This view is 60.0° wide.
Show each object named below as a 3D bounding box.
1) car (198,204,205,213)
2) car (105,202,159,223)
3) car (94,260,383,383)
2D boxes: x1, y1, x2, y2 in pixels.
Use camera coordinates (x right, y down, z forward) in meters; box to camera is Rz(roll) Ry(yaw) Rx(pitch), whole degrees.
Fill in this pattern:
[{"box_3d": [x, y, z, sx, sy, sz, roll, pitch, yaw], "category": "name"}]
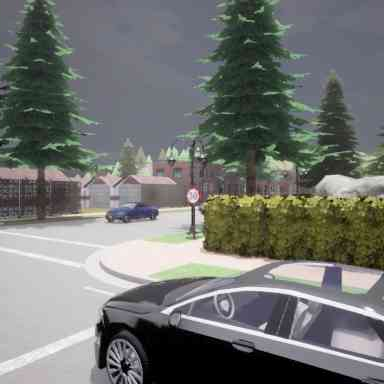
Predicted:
[{"box_3d": [2.539, 1.453, 34.851, 2.128, 1.511, 4.902, 0, 0, 37], "category": "car"}, {"box_3d": [-4.404, 1.487, 25.206, 1.812, 1.442, 4.674, 0, 0, 34], "category": "car"}, {"box_3d": [0.986, 1.492, 3.378, 4.902, 1.511, 2.128, 0, 0, 38], "category": "car"}]
